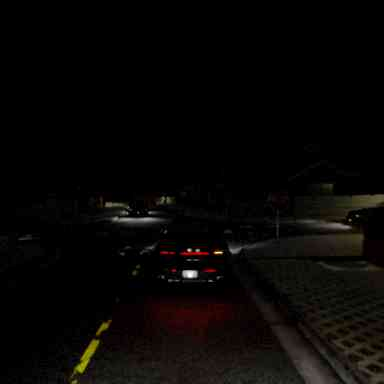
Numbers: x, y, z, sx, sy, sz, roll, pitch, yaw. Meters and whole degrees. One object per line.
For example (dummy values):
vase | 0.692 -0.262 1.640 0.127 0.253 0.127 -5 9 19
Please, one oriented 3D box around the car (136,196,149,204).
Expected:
car | -10.747 1.702 72.270 2.128 1.511 4.902 0 -1 -17

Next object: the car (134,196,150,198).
car | -6.683 1.584 42.259 1.882 1.535 5.008 0 0 -10

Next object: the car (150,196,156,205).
car | -8.054 1.581 62.515 2.097 1.767 4.553 0 -1 -15

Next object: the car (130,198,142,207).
car | -9.572 1.696 56.631 1.837 1.490 4.892 0 -1 -13

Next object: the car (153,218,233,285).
car | 0.090 1.501 9.498 1.837 1.490 4.892 0 0 3

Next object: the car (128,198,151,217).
car | -5.120 1.589 31.975 1.812 1.442 4.674 0 0 -8

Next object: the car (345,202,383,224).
car | 12.092 1.231 19.688 5.357 1.411 2.033 -1 1 4
